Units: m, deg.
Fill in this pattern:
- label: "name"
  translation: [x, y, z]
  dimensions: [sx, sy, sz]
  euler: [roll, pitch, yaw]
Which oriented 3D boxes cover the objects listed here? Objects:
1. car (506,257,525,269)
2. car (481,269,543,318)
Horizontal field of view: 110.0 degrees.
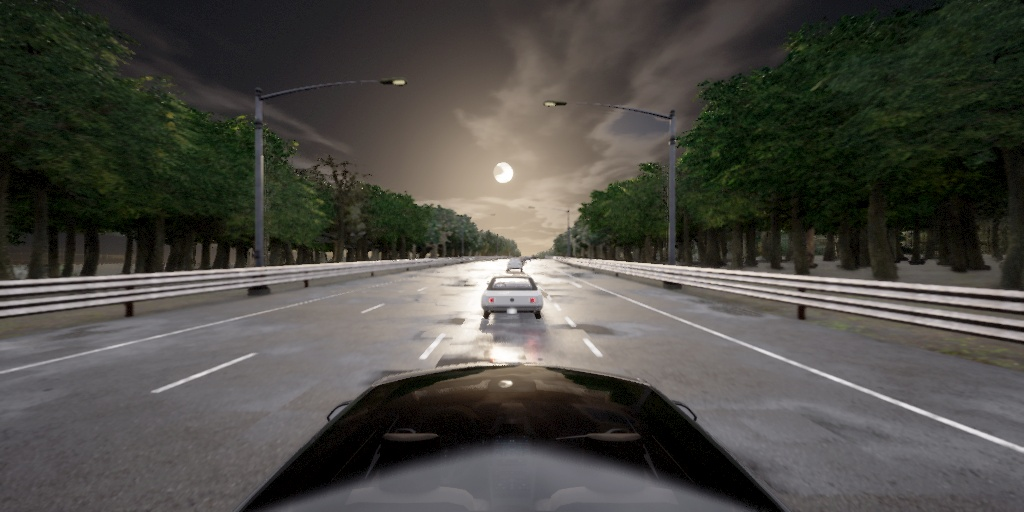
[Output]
- label: "car"
  translation: [0.347, 1.075, 42.411]
  dimensions: [1.812, 1.442, 4.674]
  euler: [0, 0, 1]
- label: "car"
  translation: [0.004, 1.334, 12.870]
  dimensions: [1.895, 1.301, 4.718]
  euler: [0, 0, 0]
